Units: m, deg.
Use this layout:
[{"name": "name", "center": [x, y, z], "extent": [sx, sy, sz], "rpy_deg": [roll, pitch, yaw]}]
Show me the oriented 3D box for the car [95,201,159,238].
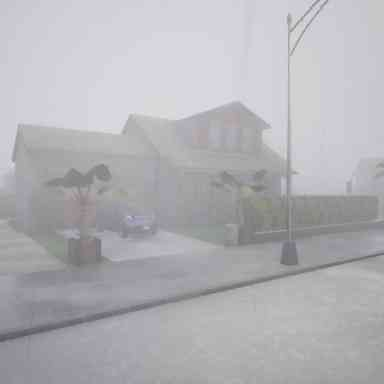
[{"name": "car", "center": [-3.022, 1.174, 15.291], "extent": [1.845, 1.501, 3.633], "rpy_deg": [0, 0, -38]}]
